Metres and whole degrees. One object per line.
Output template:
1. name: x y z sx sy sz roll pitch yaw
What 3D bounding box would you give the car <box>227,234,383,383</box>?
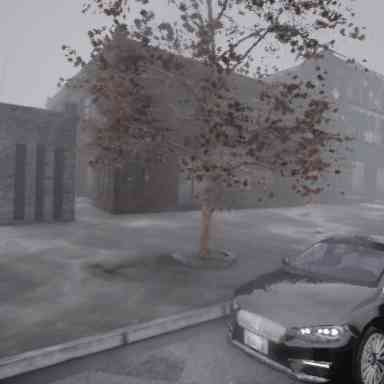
1. car: 2.743 1.499 5.336 4.902 1.511 2.128 0 0 -36
